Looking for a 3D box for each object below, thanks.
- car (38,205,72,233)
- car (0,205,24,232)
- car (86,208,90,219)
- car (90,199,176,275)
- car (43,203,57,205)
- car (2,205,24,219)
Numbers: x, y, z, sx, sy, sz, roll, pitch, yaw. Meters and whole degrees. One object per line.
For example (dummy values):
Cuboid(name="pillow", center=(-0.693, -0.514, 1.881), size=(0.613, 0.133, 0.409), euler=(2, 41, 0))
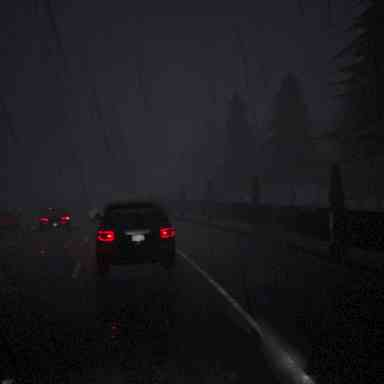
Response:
Cuboid(name="car", center=(-9.099, 1.812, 22.336), size=(1.812, 1.442, 4.674), euler=(-2, 0, -20))
Cuboid(name="car", center=(-13.037, 1.899, 22.788), size=(1.882, 1.535, 5.008), euler=(-2, 0, -21))
Cuboid(name="car", center=(-8.297, 1.774, 29.662), size=(1.812, 1.442, 4.674), euler=(-2, 0, -23))
Cuboid(name="car", center=(-1.987, 1.275, 11.024), size=(2.150, 2.045, 5.566), euler=(-2, 0, -13))
Cuboid(name="car", center=(-15.865, 1.994, 37.015), size=(2.128, 1.511, 4.902), euler=(-2, 0, -29))
Cuboid(name="car", center=(-20.269, 2.218, 37.636), size=(1.994, 1.385, 4.181), euler=(-2, 0, -31))
